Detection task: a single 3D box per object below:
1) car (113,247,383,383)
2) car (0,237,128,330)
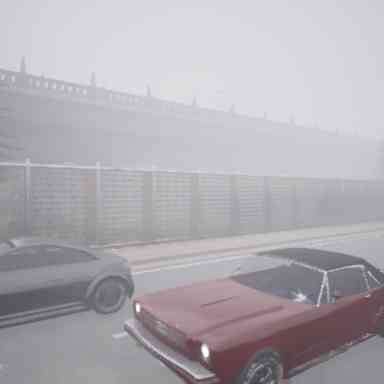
[{"bbox_3d":[1.464,1.601,4.983,4.718,1.301,1.895,0,0,-35],"label":"car"},{"bbox_3d":[-3.173,1.564,6.023,4.181,1.385,1.994,0,0,-35],"label":"car"}]
